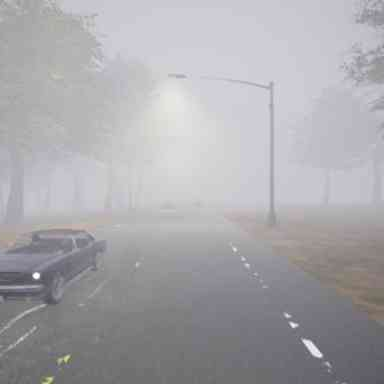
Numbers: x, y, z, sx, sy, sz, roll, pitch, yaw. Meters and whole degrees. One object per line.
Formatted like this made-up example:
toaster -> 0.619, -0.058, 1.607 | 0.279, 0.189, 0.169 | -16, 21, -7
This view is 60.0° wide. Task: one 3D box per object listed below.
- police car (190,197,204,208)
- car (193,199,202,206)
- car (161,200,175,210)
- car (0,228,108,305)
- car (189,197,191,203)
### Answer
police car -> 1.067, 1.977, 60.366 | 1.930, 1.638, 5.238 | 0, -1, 0
car -> 1.069, 2.168, 70.257 | 1.837, 1.490, 4.892 | 0, -1, 0
car -> -3.555, 1.993, 50.501 | 2.033, 1.411, 5.357 | 0, -1, 0
car -> -3.597, 1.648, 8.286 | 1.895, 1.301, 4.718 | 0, 0, 0
car -> 0.027, 2.313, 95.112 | 2.033, 1.411, 5.357 | 0, -1, 0
